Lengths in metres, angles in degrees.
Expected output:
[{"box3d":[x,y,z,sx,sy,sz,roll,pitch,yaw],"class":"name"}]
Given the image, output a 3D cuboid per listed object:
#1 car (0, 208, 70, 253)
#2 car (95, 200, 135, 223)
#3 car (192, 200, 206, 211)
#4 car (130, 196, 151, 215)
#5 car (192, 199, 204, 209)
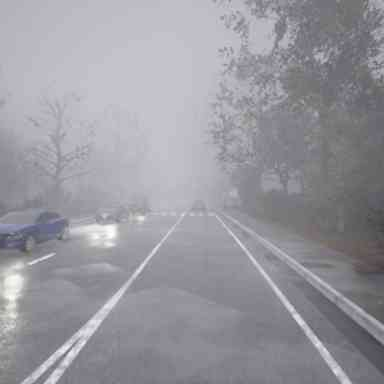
[{"box3d":[-6.753,1.456,13.724,1.882,1.535,5.008,0,-1,2],"class":"car"},{"box3d":[-6.410,1.636,27.102,2.128,1.511,4.902,0,-1,2],"class":"car"},{"box3d":[0.976,2.014,47.970,1.994,1.385,4.181,0,-1,1],"class":"car"},{"box3d":[-6.146,1.520,38.602,2.150,2.045,5.566,0,-1,1],"class":"car"},{"box3d":[1.068,2.061,57.844,2.033,1.411,5.357,0,0,0],"class":"car"}]
